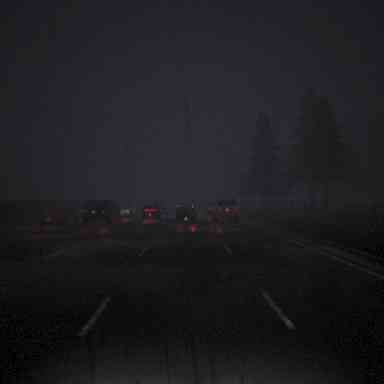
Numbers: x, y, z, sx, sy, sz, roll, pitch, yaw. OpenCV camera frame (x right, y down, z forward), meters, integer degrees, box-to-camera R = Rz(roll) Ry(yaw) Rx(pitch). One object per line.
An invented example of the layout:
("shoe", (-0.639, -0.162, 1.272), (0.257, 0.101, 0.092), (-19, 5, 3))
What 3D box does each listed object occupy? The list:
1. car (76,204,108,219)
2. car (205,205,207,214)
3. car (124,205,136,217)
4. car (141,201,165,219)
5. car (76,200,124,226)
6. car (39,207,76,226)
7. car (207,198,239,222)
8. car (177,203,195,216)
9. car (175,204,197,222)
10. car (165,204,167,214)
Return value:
("car", (-11.324, 2.164, 38.055), (2.033, 1.411, 5.357), (-1, -1, -1))
("car", (2.627, 2.003, 41.002), (1.812, 1.442, 4.674), (-1, -1, -1))
("car", (-7.831, 2.188, 39.230), (1.895, 1.301, 4.718), (-1, -1, -1))
("car", (-4.173, 1.992, 34.900), (1.837, 1.490, 4.892), (-1, -1, -1))
("car", (-7.584, 1.669, 28.174), (2.150, 2.045, 5.566), (-1, -1, -1))
("car", (-11.004, 1.963, 27.817), (1.882, 1.535, 5.008), (-1, -1, -1))
("car", (2.875, 1.562, 30.209), (2.150, 2.045, 5.566), (-1, -1, -1))
("car", (-0.785, 2.067, 39.550), (1.994, 1.385, 4.181), (-1, -1, -2))
("car", (-0.560, 1.985, 30.274), (1.895, 1.301, 4.718), (-1, -1, -1))
("car", (-4.396, 1.955, 44.082), (2.097, 1.767, 4.553), (-1, -1, -1))
